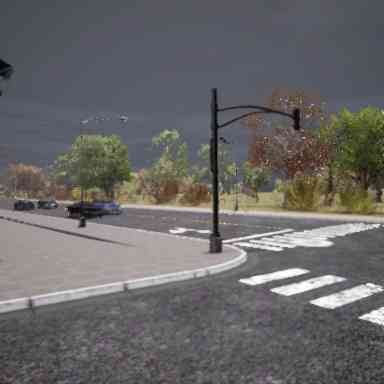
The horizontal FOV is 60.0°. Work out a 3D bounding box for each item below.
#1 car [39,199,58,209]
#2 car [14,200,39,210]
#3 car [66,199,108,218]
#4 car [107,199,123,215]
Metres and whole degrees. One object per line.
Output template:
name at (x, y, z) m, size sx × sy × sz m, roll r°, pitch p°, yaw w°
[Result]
car at (-21.566, 1.730, 49.671) m, size 2.128 × 1.511 × 4.902 m, roll -1°, pitch 1°, yaw -40°
car at (-23.895, 1.836, 47.390) m, size 1.994 × 1.385 × 4.181 m, roll -1°, pitch 1°, yaw -40°
car at (-10.238, 1.695, 31.580) m, size 1.882 × 1.535 × 5.008 m, roll -1°, pitch 1°, yaw -41°
car at (-9.167, 1.526, 35.275) m, size 2.097 × 1.767 × 4.553 m, roll -1°, pitch 1°, yaw -41°
